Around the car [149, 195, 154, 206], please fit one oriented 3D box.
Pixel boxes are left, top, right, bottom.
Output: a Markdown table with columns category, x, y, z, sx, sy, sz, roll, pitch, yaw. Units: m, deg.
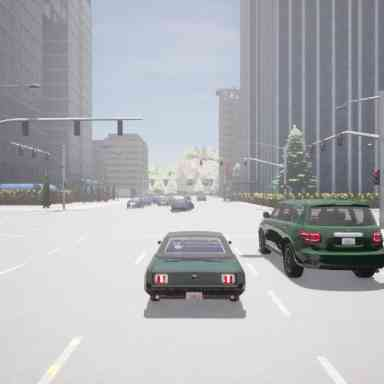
| category | x | y | z | sx | sy | sz | roll | pitch | yaw |
| --- | --- | --- | --- | --- | --- | --- | --- | --- | --- |
| car | -7.938 | 1.564 | 55.455 | 1.994 | 1.385 | 4.181 | 0 | 0 | -1 |

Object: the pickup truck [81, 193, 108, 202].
| category | x | y | z | sx | sy | sz | roll | pitch | yaw |
| --- | --- | --- | --- | --- | --- | --- | --- | --- | --- |
| pickup truck | -21.247 | 1.059 | 73.288 | 2.390 | 2.098 | 6.274 | 0 | 0 | 30 |

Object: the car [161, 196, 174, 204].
| category | x | y | z | sx | sy | sz | roll | pitch | yaw |
| --- | --- | --- | --- | --- | --- | --- | --- | --- | --- |
| car | -4.518 | 1.491 | 62.462 | 2.128 | 1.511 | 4.902 | 0 | 0 | 0 |

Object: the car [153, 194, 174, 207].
| category | x | y | z | sx | sy | sz | roll | pitch | yaw |
| --- | --- | --- | --- | --- | --- | --- | --- | --- | --- |
| car | -4.393 | 1.491 | 52.207 | 2.128 | 1.511 | 4.902 | 0 | 0 | -1 |

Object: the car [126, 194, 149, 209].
| category | x | y | z | sx | sy | sz | roll | pitch | yaw |
| --- | --- | --- | --- | --- | --- | --- | --- | --- | --- |
| car | -7.869 | 1.491 | 46.544 | 2.128 | 1.511 | 4.902 | 0 | 0 | 1 |

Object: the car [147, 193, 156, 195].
| category | x | y | z | sx | sy | sz | roll | pitch | yaw |
| --- | --- | --- | --- | --- | --- | --- | --- | --- | --- |
| car | -8.036 | 1.221 | 64.937 | 2.150 | 2.045 | 5.566 | 0 | 0 | 0 |

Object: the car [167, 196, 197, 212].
| category | x | y | z | sx | sy | sz | roll | pitch | yaw |
| --- | --- | --- | --- | --- | --- | --- | --- | --- | --- |
| car | -1.097 | 1.564 | 39.501 | 1.994 | 1.385 | 4.181 | 0 | 0 | 14 |

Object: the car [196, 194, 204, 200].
| category | x | y | z | sx | sy | sz | roll | pitch | yaw |
| --- | --- | --- | --- | --- | --- | --- | --- | --- | --- |
| car | 2.138 | 1.386 | 89.002 | 1.882 | 1.535 | 5.008 | 0 | 0 | -1 |

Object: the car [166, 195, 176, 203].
| category | x | y | z | sx | sy | sz | roll | pitch | yaw |
| --- | --- | --- | --- | --- | --- | --- | --- | --- | --- |
| car | -4.616 | 1.478 | 72.771 | 1.882 | 1.535 | 5.008 | 0 | 0 | -1 |

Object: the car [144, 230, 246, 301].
| category | x | y | z | sx | sy | sz | roll | pitch | yaw |
| --- | --- | --- | --- | --- | --- | --- | --- | --- | --- |
| car | 0.065 | 1.601 | 8.255 | 1.895 | 1.301 | 4.718 | 0 | 0 | 0 |

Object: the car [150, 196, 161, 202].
| category | x | y | z | sx | sy | sz | roll | pitch | yaw |
| --- | --- | --- | --- | --- | --- | --- | --- | --- | --- |
| car | -8.149 | 1.552 | 74.920 | 1.994 | 1.385 | 4.181 | 0 | 0 | -1 |

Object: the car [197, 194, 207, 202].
| category | x | y | z | sx | sy | sz | roll | pitch | yaw |
| --- | --- | --- | --- | --- | --- | --- | --- | --- | --- |
| car | 2.295 | 1.348 | 78.721 | 2.097 | 1.767 | 4.553 | 0 | 0 | -1 |

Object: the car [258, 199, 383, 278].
| category | x | y | z | sx | sy | sz | roll | pitch | yaw |
| --- | --- | --- | --- | --- | --- | --- | --- | --- | --- |
| car | 3.575 | 1.221 | 10.288 | 2.150 | 2.045 | 5.566 | 0 | 0 | 0 |
